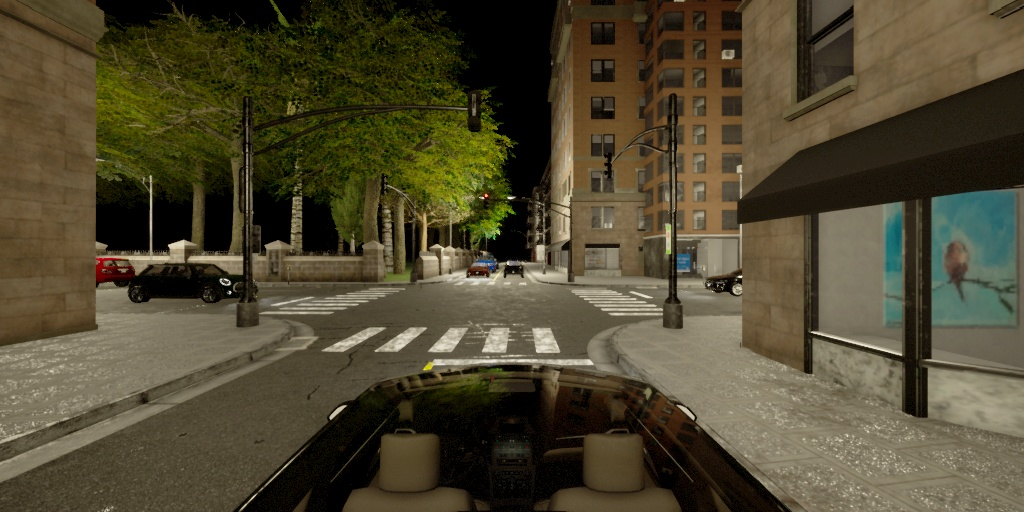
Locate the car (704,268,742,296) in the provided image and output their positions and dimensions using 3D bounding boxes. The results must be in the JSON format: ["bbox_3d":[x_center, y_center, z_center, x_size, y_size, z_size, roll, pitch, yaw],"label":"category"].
[{"bbox_3d":[12.684,1.271,18.668,4.892,1.490,1.837,0,0,1],"label":"car"}]

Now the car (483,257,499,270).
[{"bbox_3d":[-3.035,1.044,52.958,2.097,1.767,4.553,0,0,0],"label":"car"}]

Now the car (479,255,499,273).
[{"bbox_3d":[-3.056,0.933,42.898,2.150,2.045,5.566,0,0,0],"label":"car"}]

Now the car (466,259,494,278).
[{"bbox_3d":[-3.064,1.293,33.589,1.994,1.385,4.181,0,0,0],"label":"car"}]

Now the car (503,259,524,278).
[{"bbox_3d":[0.149,1.219,34.268,2.128,1.511,4.902,0,0,0],"label":"car"}]

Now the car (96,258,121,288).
[{"bbox_3d":[-25.929,1.035,21.753,5.009,1.841,2.192,0,0,1],"label":"car"}]

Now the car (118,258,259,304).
[{"bbox_3d":[-13.871,1.089,15.824,4.553,1.767,2.097,0,0,1],"label":"car"}]
